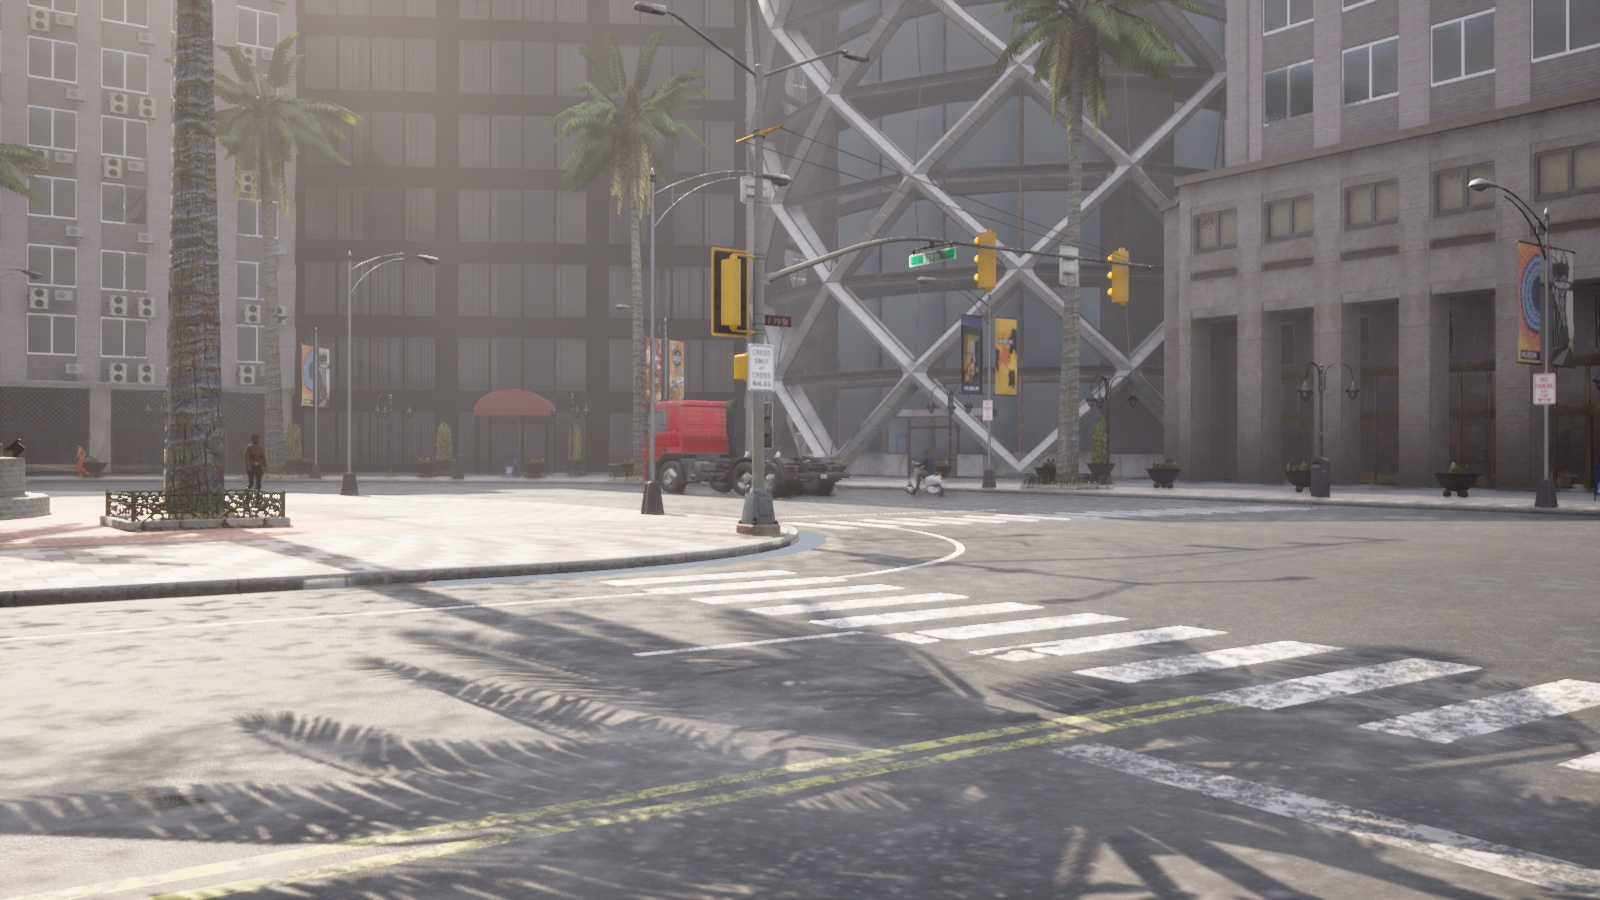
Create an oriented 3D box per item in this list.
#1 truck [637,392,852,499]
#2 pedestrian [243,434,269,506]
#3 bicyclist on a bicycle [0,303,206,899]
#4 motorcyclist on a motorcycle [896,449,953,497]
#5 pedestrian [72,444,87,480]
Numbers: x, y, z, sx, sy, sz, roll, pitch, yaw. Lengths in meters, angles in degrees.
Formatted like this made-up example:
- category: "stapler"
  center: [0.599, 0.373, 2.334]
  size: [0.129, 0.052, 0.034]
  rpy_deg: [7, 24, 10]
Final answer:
- category: "truck"
  center: [-2.110, -0.138, 44.319]
  size: [7.936, 3.462, 2.891]
  rpy_deg: [0, 0, 44]
- category: "pedestrian"
  center: [-13.886, 0.505, 32.046]
  size: [0.328, 1.805, 0.869]
  rpy_deg: [0, 0, -43]
- category: "bicyclist on a bicycle"
  center: [-2.111, 0.626, 2.205]
  size: [1.843, 1.776, 0.659]
  rpy_deg: [0, 0, -35]
- category: "motorcyclist on a motorcycle"
  center: [4.244, 0.777, 42.837]
  size: [0.866, 1.590, 1.817]
  rpy_deg: [-1, 0, -40]
- category: "pedestrian"
  center: [-36.935, 0.633, 64.392]
  size: [0.594, 1.836, 0.345]
  rpy_deg: [0, 0, -10]
